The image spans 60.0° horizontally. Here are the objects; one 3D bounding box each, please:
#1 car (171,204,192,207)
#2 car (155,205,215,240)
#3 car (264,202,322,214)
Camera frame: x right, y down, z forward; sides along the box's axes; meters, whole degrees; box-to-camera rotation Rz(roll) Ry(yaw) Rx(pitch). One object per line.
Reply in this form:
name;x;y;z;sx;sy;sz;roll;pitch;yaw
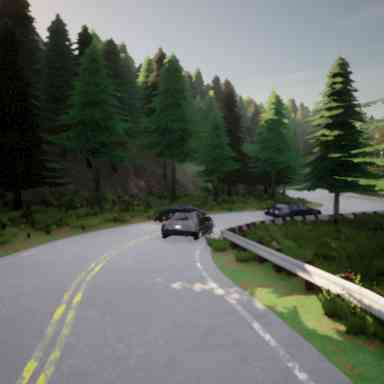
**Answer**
car;-0.736;1.554;24.173;1.994;1.385;4.181;2;2;35
car;-0.110;1.655;17.869;1.994;1.385;4.181;1;0;16
car;8.770;1.604;28.692;5.357;1.411;2.033;0;4;-28
